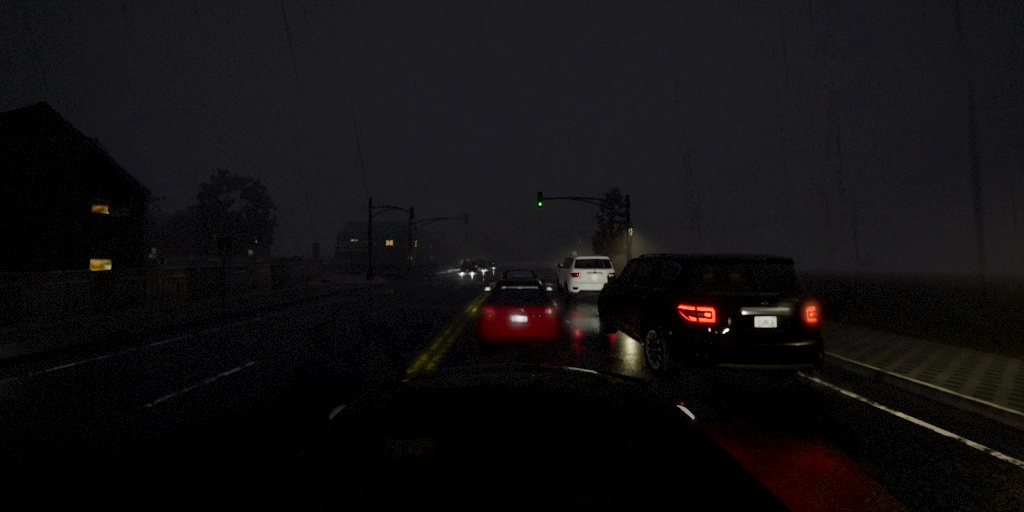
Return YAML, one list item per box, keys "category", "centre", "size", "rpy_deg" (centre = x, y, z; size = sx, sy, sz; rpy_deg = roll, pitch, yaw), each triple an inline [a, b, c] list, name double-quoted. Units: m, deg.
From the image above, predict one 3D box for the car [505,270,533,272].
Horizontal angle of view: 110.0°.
- category: "car"
  centre: [0.339, 1.357, 18.710]
  size: [1.895, 1.301, 4.718]
  rpy_deg: [0, 0, -2]

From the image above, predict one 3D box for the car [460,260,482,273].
- category: "car"
  centre: [-5.423, 1.344, 45.884]
  size: [2.033, 1.411, 5.357]
  rpy_deg: [0, 0, 0]

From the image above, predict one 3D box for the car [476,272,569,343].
- category: "car"
  centre: [0.176, 1.315, 9.673]
  size: [1.994, 1.385, 4.181]
  rpy_deg: [0, 0, 0]

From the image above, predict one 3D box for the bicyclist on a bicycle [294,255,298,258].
- category: "bicyclist on a bicycle"
  centre: [-24.194, 0.762, 40.176]
  size: [0.582, 1.620, 1.656]
  rpy_deg: [1, -1, 16]

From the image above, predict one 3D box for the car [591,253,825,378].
- category: "car"
  centre: [3.401, 0.972, 7.472]
  size: [2.150, 2.045, 5.566]
  rpy_deg: [0, 0, 0]

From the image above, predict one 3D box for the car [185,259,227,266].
- category: "car"
  centre: [-30.416, 0.812, 35.824]
  size: [5.357, 1.411, 2.033]
  rpy_deg: [1, -1, 16]

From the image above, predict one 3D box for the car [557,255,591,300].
- category: "car"
  centre: [3.551, 0.976, 17.822]
  size: [2.150, 2.045, 5.566]
  rpy_deg: [0, 0, 1]

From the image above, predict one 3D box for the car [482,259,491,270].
- category: "car"
  centre: [-4.832, 1.320, 55.745]
  size: [1.837, 1.490, 4.892]
  rpy_deg: [0, 0, 4]

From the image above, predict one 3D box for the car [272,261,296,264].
- category: "car"
  centre: [-20.876, 0.925, 33.160]
  size: [4.892, 1.490, 1.837]
  rpy_deg: [1, -1, 16]

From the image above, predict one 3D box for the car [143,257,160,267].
- category: "car"
  centre: [-40.296, 0.607, 38.591]
  size: [4.892, 1.490, 1.837]
  rpy_deg: [1, -1, 16]
